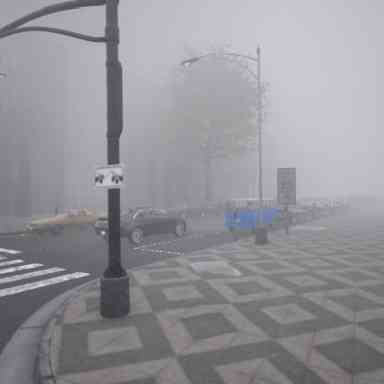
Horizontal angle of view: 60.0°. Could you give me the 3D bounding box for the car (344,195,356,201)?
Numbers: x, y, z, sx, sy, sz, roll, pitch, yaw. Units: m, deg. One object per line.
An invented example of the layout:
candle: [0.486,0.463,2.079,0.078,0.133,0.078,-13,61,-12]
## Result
car: [39.523,1.402,83.184,2.008,1.369,4.403,-1,-1,36]

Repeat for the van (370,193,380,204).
van: [28.684,1.103,53.537,1.690,1.788,3.998,-1,-1,36]

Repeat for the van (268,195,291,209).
van: [11.854,1.292,44.744,1.690,1.788,3.998,-1,0,36]

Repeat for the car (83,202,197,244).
car: [-2.169,1.429,15.395,2.128,1.511,4.902,-1,-1,36]

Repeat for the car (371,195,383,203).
car: [35.011,1.305,62.322,1.947,1.339,4.313,-1,-1,36]

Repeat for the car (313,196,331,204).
car: [24.215,1.454,61.914,2.008,1.369,4.403,-1,-1,36]

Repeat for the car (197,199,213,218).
car: [-0.501,1.551,27.571,1.887,1.381,4.507,-1,0,36]

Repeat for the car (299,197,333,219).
car: [9.714,1.386,27.173,1.887,1.381,4.507,-1,0,36]

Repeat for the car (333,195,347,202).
car: [33.162,1.416,74.345,1.887,1.381,4.507,-1,-1,36]

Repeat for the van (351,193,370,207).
van: [22.359,1.128,44.749,1.690,1.788,3.998,-1,0,36]

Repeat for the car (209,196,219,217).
car: [2.585,1.307,31.865,2.192,1.841,5.009,-1,0,36]

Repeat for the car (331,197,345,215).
car: [12.877,1.409,31.567,1.802,1.307,4.206,-1,0,36]

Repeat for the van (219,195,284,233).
van: [3.387,1.212,18.387,1.690,1.788,3.998,-1,0,36]

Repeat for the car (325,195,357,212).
car: [16.038,1.364,35.960,2.008,1.369,4.403,-1,0,36]

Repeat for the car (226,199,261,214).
car: [5.678,1.529,36.157,2.008,1.369,4.403,-1,0,36]

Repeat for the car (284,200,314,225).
car: [6.552,1.422,22.779,1.947,1.339,4.313,-1,0,36]

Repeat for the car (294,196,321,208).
car: [15.958,1.387,45.717,2.128,1.511,4.902,-1,-1,36]

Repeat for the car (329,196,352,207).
car: [21.800,1.376,48.698,2.033,1.411,5.357,-1,-1,36]

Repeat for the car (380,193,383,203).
car: [31.947,1.275,58.067,1.752,1.417,4.829,-1,-1,36]

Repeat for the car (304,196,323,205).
car: [21.026,1.440,57.483,1.752,1.417,4.829,-1,0,36]

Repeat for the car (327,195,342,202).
car: [29.982,1.433,69.927,2.008,1.369,4.403,-1,-1,36]

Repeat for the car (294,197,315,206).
car: [18.036,1.492,53.327,1.947,1.339,4.313,-1,0,36]

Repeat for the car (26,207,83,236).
car: [-6.786,1.564,18.849,1.752,1.417,4.829,-1,0,36]
